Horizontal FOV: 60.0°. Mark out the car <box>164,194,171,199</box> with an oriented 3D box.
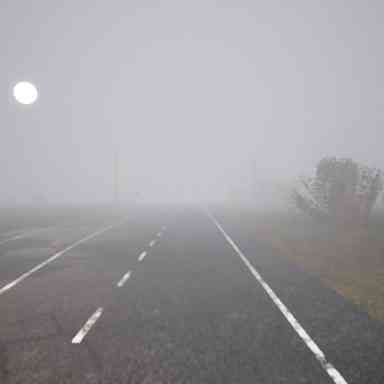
[{"bbox_3d":[-6.903,1.357,95.168,1.837,1.490,4.892,0,0,0],"label":"car"}]
